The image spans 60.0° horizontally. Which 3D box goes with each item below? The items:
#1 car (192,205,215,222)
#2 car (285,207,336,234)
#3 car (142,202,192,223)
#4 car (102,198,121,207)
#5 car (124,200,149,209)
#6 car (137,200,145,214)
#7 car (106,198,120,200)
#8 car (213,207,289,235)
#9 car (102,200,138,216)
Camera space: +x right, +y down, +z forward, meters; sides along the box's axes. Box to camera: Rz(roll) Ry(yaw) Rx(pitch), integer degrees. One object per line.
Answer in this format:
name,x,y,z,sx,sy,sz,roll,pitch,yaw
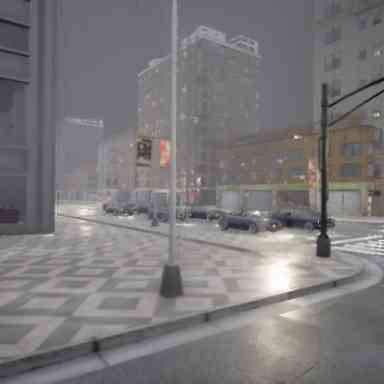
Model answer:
car,1.199,1.862,29.672,2.033,1.411,5.357,1,-1,-36
car,6.852,1.878,21.856,1.895,1.301,4.718,1,-1,-36
car,-2.236,1.843,28.889,1.994,1.385,4.181,1,-1,-36
car,-15.570,1.972,64.296,1.882,1.535,5.008,1,-1,-36
car,-9.343,2.020,55.660,2.033,1.411,5.357,1,-1,-36
car,-4.782,1.896,37.955,2.033,1.411,5.357,1,-1,-36
car,-10.772,1.728,46.316,2.097,1.767,4.553,1,-1,-35
car,3.581,1.805,20.836,1.994,1.385,4.181,1,-1,-36
car,-8.112,1.876,37.031,1.994,1.385,4.181,1,-1,-35
